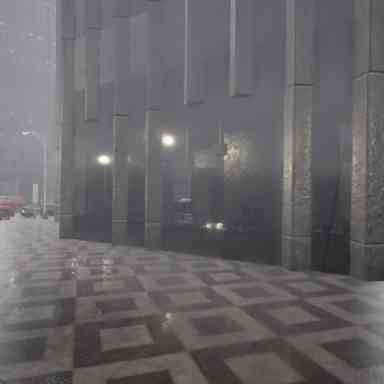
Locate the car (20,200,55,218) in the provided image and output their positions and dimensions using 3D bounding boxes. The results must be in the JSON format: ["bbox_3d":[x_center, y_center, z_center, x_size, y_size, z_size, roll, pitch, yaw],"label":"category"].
[{"bbox_3d":[-13.836,1.741,31.336,1.947,1.339,4.313,1,0,35],"label":"car"}]

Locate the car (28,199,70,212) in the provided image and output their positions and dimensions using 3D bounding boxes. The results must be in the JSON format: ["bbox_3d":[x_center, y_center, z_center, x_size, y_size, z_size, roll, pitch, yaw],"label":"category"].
[{"bbox_3d":[-17.501,1.633,40.885,1.947,1.339,4.313,1,0,35],"label":"car"}]

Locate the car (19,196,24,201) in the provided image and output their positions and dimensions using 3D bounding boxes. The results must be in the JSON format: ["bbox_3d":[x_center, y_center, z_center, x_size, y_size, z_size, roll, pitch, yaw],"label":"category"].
[{"bbox_3d":[-20.771,1.352,36.288,2.192,1.841,5.009,1,0,35],"label":"car"}]

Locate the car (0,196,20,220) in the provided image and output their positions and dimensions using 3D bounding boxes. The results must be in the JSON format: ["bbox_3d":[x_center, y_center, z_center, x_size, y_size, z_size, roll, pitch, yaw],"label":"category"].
[{"bbox_3d":[-17.107,1.462,26.738,2.192,1.841,5.009,1,0,35],"label":"car"}]
